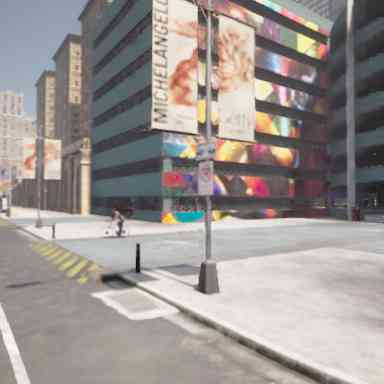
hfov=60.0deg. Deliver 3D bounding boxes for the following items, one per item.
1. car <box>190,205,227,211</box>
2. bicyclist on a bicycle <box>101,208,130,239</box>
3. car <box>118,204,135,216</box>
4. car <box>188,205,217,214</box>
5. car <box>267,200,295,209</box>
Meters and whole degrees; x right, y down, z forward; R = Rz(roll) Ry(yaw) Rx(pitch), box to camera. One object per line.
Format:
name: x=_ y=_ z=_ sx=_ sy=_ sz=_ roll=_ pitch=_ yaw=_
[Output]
car: x=2.079 y=2.164 z=36.310 sx=2.002 sy=1.452 sz=4.674 roll=1 pitch=-2 yaw=-35
bicyclist on a bicycle: x=-4.075 y=1.700 z=17.814 sx=1.656 sy=1.620 sz=0.582 roll=1 pitch=-1 yaw=-35
car: x=-8.246 y=2.397 z=43.998 sx=2.161 sy=1.482 sz=4.786 roll=1 pitch=-2 yaw=-35
car: x=1.532 y=2.624 z=50.249 sx=1.895 sy=1.301 sz=4.718 roll=1 pitch=-2 yaw=-35
car: x=16.276 y=2.499 z=61.460 sx=2.435 sy=2.045 sz=5.566 roll=1 pitch=-2 yaw=-35
